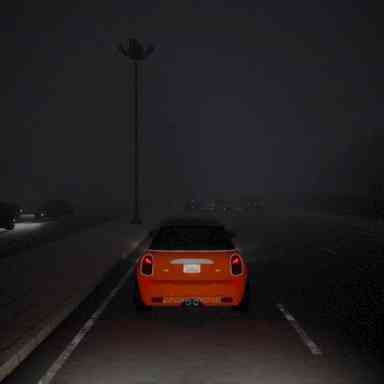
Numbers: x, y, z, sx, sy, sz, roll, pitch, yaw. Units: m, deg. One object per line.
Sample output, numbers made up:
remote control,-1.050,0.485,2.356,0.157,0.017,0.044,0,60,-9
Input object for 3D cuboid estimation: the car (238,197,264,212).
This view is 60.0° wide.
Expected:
car,7.081,1.352,39.249,2.097,1.767,4.553,0,0,0

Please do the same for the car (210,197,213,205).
car,3.646,1.492,49.220,2.128,1.511,4.902,0,0,0

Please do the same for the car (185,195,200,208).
car,0.146,1.352,49.211,2.097,1.767,4.553,0,0,0

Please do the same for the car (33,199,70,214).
car,-15.004,1.505,35.727,1.837,1.490,4.892,0,0,1

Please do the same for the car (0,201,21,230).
car,-11.584,1.352,17.899,2.097,1.767,4.553,0,0,0

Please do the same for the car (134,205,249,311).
car,-0.001,1.352,7.919,2.097,1.767,4.553,0,0,0

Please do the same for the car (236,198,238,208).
car,7.146,1.547,49.200,2.033,1.411,5.357,0,0,0

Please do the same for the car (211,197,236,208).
car,3.579,1.601,38.915,1.895,1.301,4.718,0,0,0

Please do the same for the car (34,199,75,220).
car,-11.567,1.492,28.222,2.128,1.511,4.902,0,0,1

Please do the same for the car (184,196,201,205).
car,0.079,1.492,38.825,2.128,1.511,4.902,0,0,0
